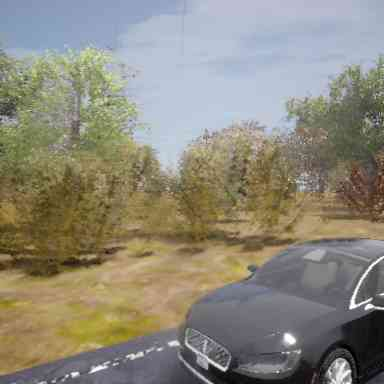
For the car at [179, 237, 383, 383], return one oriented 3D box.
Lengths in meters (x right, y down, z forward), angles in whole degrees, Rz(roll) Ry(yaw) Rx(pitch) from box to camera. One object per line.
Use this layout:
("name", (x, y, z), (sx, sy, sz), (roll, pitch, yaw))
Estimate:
("car", (2.101, 1.491, 4.795), (4.892, 1.490, 1.837), (0, 0, -35))
